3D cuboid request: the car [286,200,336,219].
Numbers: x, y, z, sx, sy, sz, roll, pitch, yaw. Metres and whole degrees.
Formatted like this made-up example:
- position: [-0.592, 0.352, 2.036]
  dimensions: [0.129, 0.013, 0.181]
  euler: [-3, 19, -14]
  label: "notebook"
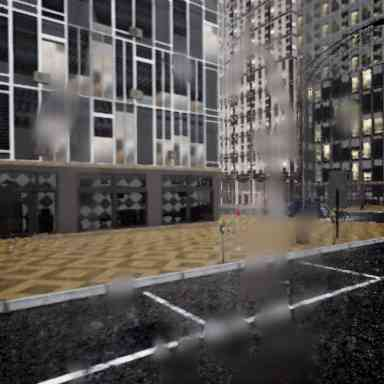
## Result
- position: [11.339, 1.589, 31.944]
  dimensions: [2.097, 1.767, 4.553]
  euler: [-1, -1, -37]
  label: "car"
